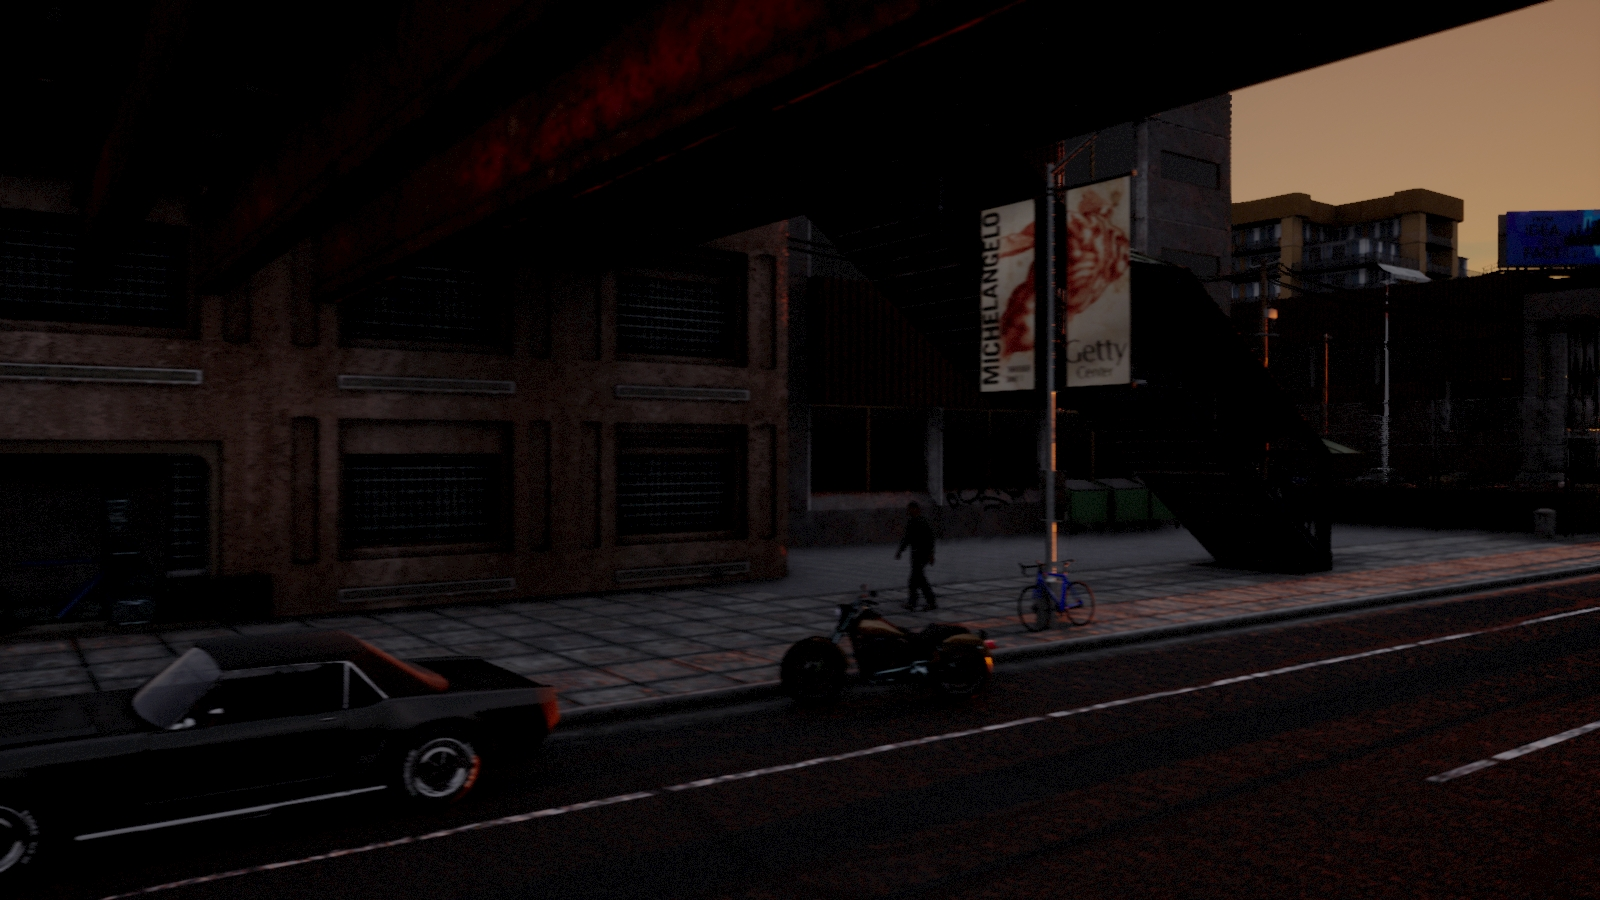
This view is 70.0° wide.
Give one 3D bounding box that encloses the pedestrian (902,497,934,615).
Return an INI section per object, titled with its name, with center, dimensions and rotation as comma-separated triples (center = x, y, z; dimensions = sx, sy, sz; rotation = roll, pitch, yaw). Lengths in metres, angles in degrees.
[pedestrian]
center = 1.903, 1.699, 18.427
dimensions = 0.375, 1.860, 0.375
rotation = 0, 0, -29
